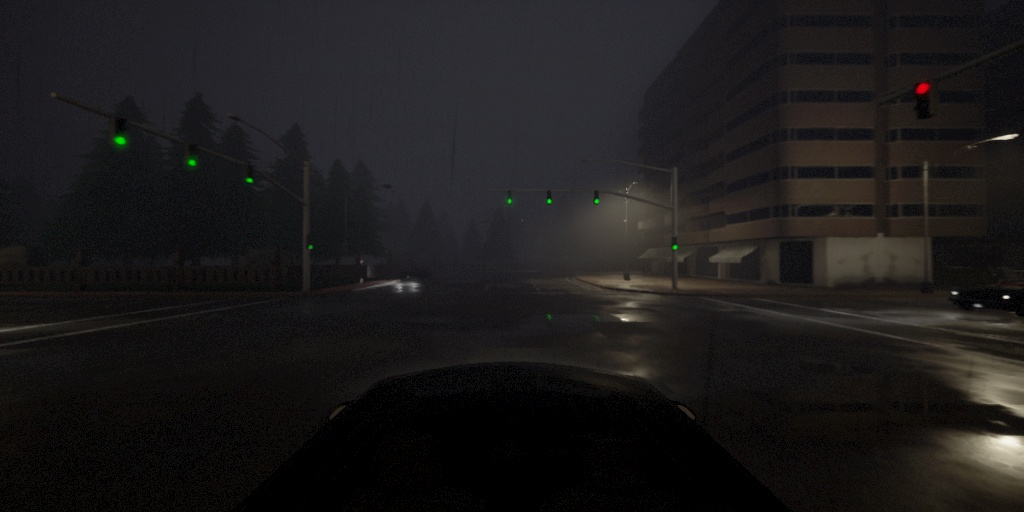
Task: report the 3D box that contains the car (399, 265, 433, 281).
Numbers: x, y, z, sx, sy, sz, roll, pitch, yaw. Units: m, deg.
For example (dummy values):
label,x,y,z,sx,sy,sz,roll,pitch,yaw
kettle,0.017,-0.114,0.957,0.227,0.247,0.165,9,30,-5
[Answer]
label,x,y,z,sx,sy,sz,roll,pitch,yaw
car,-9.199,1.601,34.595,1.895,1.301,4.718,5,0,4

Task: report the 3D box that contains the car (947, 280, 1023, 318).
label,x,y,z,sx,sy,sz,roll,pitch,yaw
car,19.358,1.519,13.234,4.718,1.301,1.895,0,-1,0
